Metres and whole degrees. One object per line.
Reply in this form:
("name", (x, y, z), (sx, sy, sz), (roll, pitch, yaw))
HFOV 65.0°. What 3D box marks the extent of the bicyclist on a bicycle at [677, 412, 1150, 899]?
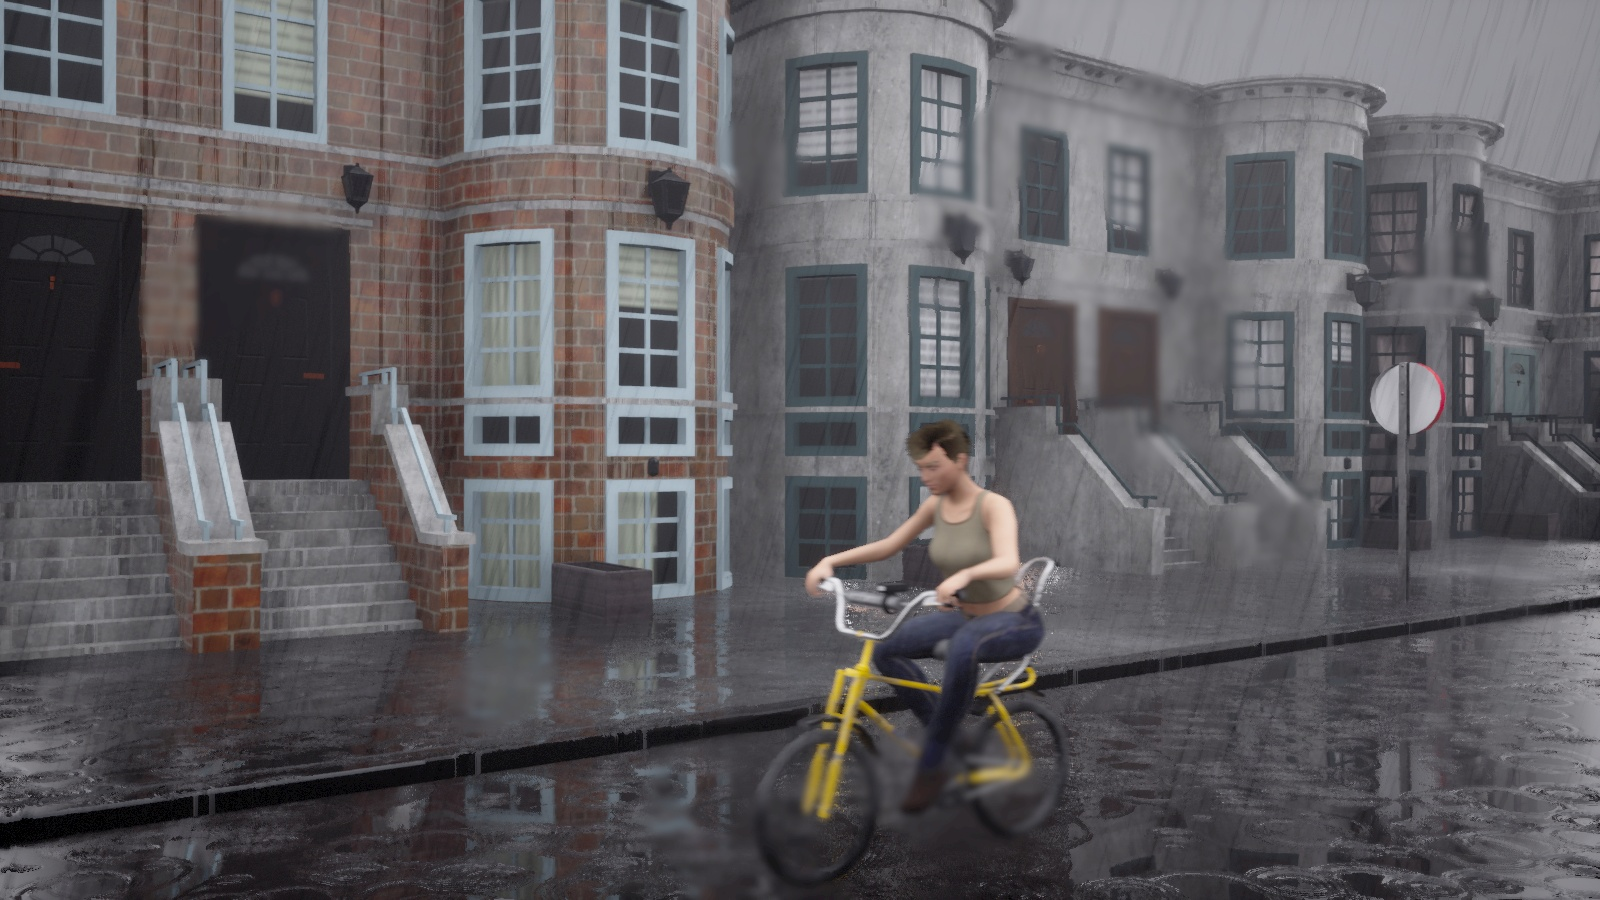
("bicyclist on a bicycle", (0.429, 0.692, 4.573), (1.509, 1.612, 0.866), (0, 0, -35))
